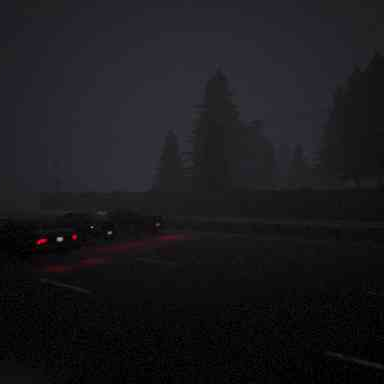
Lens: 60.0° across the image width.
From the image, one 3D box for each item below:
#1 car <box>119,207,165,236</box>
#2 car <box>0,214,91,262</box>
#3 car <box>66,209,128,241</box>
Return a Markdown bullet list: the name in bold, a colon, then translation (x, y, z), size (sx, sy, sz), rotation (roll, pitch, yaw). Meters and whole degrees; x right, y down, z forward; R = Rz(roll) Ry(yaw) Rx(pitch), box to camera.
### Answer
- **car**: translation (-3.866, 1.643, 19.533), size (5.008, 1.535, 1.882), rotation (0, 0, 36)
- **car**: translation (-6.543, 1.693, 12.830), size (5.357, 1.411, 2.033), rotation (-1, 0, 36)
- **car**: translation (-5.614, 1.686, 16.479), size (4.674, 1.442, 1.812), rotation (-1, 0, 36)
